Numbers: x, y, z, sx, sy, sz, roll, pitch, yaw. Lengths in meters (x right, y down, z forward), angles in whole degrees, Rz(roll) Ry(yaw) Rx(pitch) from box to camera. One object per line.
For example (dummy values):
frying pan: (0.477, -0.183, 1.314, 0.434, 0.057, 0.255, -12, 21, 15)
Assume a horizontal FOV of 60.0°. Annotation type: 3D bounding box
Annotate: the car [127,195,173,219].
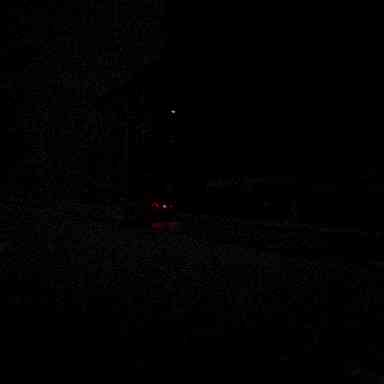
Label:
car: (-3.836, 1.276, 29.844, 2.150, 2.045, 5.566, 1, 0, -36)
